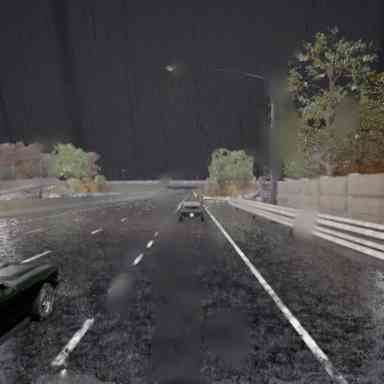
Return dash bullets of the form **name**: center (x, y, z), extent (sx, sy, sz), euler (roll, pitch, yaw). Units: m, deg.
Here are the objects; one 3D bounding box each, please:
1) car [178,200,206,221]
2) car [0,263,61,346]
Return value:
- **car**: center (-0.015, 1.390, 26.305), extent (1.837, 1.490, 4.892), euler (0, 0, 0)
- **car**: center (-3.404, 1.580, 4.203), extent (1.895, 1.301, 4.718), euler (0, 0, 0)
